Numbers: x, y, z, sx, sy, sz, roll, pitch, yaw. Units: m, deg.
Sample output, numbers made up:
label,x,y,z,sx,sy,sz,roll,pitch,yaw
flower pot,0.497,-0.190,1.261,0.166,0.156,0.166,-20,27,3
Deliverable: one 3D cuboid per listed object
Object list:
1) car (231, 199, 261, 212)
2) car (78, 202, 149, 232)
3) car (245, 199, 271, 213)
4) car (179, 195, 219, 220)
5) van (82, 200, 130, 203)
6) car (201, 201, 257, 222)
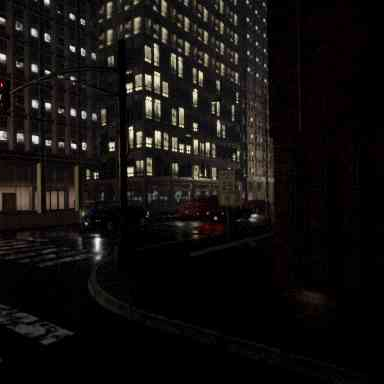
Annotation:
label,x,y,z,sx,sy,sz,roll,pitch,yaw
car,6.770,1.689,41.427,1.752,1.417,4.829,-2,-1,36
car,-4.712,1.571,20.981,1.837,1.490,4.892,-1,-1,33
car,7.181,1.584,37.534,1.882,1.535,5.008,-1,-1,36
car,1.176,1.307,29.171,2.150,2.045,5.566,-1,-1,36
van,-6.059,1.460,23.514,1.690,1.788,3.998,-2,-1,36
car,3.028,1.621,26.237,1.895,1.301,4.718,-1,-1,35
